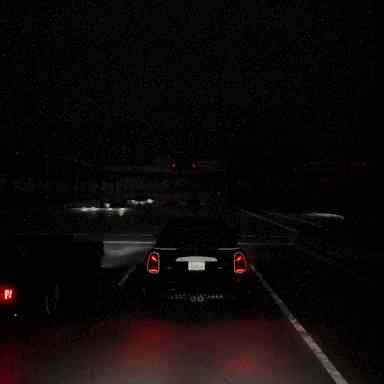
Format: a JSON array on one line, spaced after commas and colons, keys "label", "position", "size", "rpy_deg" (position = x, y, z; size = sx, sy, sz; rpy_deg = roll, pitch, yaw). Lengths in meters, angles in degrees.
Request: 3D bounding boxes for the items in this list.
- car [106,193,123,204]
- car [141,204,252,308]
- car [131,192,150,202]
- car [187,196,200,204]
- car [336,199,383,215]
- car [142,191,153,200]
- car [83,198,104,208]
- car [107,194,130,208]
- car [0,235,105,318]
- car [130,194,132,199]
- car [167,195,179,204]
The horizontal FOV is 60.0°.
[{"label": "car", "position": [-13.957, 1.160, 60.274], "size": [2.097, 1.767, 4.553], "rpy_deg": [0, 1, 0]}, {"label": "car", "position": [0.095, 1.352, 8.108], "size": [2.097, 1.767, 4.553], "rpy_deg": [0, 0, 0]}, {"label": "car", "position": [-10.380, 1.260, 67.777], "size": [2.033, 1.411, 5.357], "rpy_deg": [0, 1, 0]}, {"label": "car", "position": [0.202, 1.358, 54.202], "size": [1.882, 1.535, 5.008], "rpy_deg": [0, 1, 0]}, {"label": "car", "position": [16.744, 1.505, 32.771], "size": [4.892, 1.490, 1.837], "rpy_deg": [0, 0, -1]}, {"label": "car", "position": [-10.354, 1.130, 78.065], "size": [1.895, 1.301, 4.718], "rpy_deg": [0, 1, 0]}, {"label": "car", "position": [-14.007, 1.503, 47.331], "size": [1.994, 1.385, 4.181], "rpy_deg": [0, 0, 0]}, {"label": "car", "position": [-10.365, 1.417, 46.856], "size": [1.882, 1.535, 5.008], "rpy_deg": [0, 0, -3]}, {"label": "car", "position": [-3.405, 1.601, 7.381], "size": [1.895, 1.301, 4.718], "rpy_deg": [0, 0, 0]}, {"label": "car", "position": [-13.859, 1.115, 75.136], "size": [1.812, 1.442, 4.674], "rpy_deg": [0, 1, 0]}, {"label": "car", "position": [-3.291, 1.312, 57.843], "size": [1.882, 1.535, 5.008], "rpy_deg": [0, 1, 0]}]
